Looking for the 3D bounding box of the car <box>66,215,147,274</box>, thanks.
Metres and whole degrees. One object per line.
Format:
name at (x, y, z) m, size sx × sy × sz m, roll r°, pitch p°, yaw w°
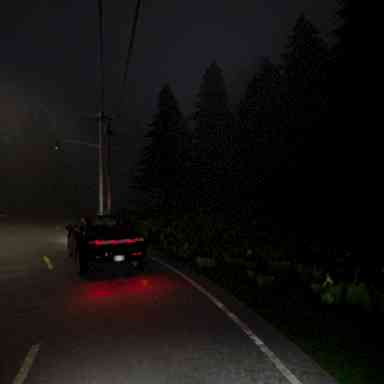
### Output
car at (-2.885, 1.492, 10.724) m, size 2.128 × 1.511 × 4.902 m, roll 0°, pitch 0°, yaw -25°
